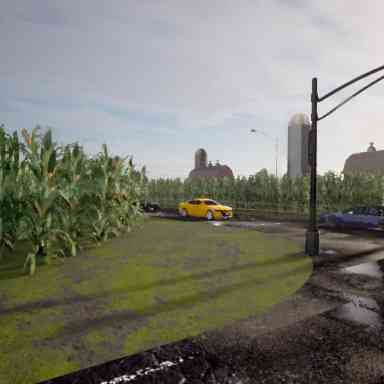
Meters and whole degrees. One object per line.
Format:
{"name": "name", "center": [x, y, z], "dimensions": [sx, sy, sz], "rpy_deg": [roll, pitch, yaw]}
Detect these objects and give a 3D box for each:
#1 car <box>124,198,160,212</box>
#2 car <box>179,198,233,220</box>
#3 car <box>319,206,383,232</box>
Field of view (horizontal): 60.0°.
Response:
{"name": "car", "center": [-5.176, 1.321, 33.931], "dimensions": [1.895, 1.301, 4.718], "rpy_deg": [2, 0, -38]}
{"name": "car", "center": [1.012, 1.278, 25.998], "dimensions": [1.882, 1.535, 5.008], "rpy_deg": [2, 0, -38]}
{"name": "car", "center": [10.485, 1.517, 19.896], "dimensions": [2.033, 1.411, 5.357], "rpy_deg": [2, 0, -38]}
